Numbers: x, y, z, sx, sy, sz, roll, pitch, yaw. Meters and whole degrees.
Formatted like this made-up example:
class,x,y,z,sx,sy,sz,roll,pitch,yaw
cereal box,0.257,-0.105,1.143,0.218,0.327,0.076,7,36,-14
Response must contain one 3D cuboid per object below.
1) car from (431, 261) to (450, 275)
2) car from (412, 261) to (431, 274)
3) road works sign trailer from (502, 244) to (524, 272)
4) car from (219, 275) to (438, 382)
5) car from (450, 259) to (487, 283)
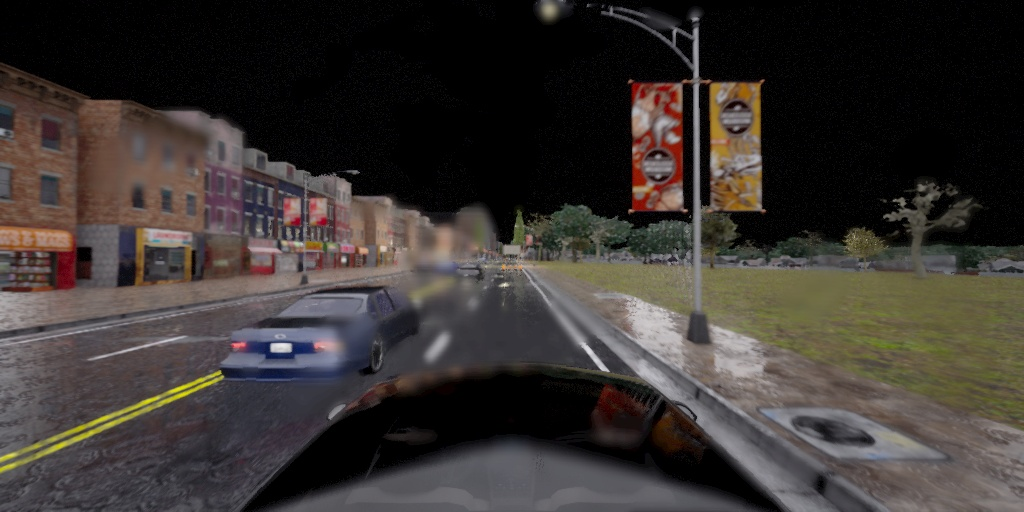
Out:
class,x,y,z,sx,sy,sz,roll,pitch,yaw
car,-6.595,1.234,36.725,1.882,1.535,5.008,0,0,0
car,-9.839,1.304,40.729,2.033,1.411,5.357,0,0,0
road works sign trailer,-0.005,0.220,46.757,2.380,3.560,2.880,0,0,0
car,-3.150,1.300,7.406,2.033,1.411,5.357,0,0,0
car,-3.152,1.248,27.745,2.128,1.511,4.902,0,0,0
